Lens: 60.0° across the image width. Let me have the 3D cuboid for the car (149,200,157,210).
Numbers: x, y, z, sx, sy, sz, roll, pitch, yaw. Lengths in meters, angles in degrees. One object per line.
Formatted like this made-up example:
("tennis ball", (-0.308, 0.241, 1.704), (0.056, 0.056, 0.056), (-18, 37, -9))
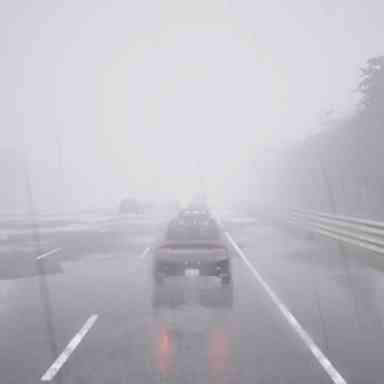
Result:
("car", (-5.882, 1.714, 45.074), (1.895, 1.301, 4.718), (0, 0, 2))

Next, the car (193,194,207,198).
("car", (1.105, 1.341, 44.453), (2.150, 2.045, 5.566), (0, 0, 2))

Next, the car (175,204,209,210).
("car", (0.156, 1.583, 18.872), (1.895, 1.301, 4.718), (0, 0, 1))

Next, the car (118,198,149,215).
("car", (-6.239, 1.397, 34.704), (2.097, 1.767, 4.553), (0, 0, 2))

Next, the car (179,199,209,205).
("car", (0.370, 1.545, 26.412), (2.033, 1.411, 5.357), (0, 0, 2))

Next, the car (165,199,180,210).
("car", (-2.408, 1.659, 44.260), (2.033, 1.411, 5.357), (0, 0, 2))

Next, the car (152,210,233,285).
("car", (0.021, 1.478, 9.419), (2.128, 1.511, 4.902), (0, 0, 0))
